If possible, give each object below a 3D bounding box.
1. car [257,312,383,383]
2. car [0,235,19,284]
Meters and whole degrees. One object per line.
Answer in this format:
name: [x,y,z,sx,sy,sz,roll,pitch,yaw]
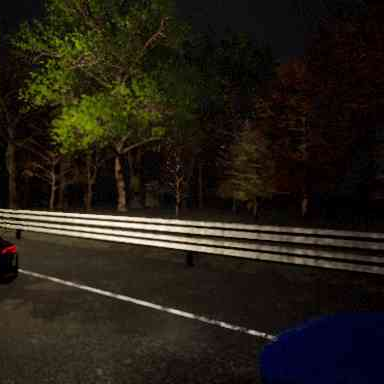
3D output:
car: [2.801,1.479,1.873,5.008,1.535,1.882,0,0,36]
car: [-6.222,1.495,8.282,4.792,1.488,2.163,0,0,35]
